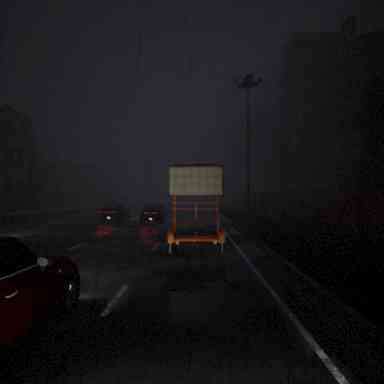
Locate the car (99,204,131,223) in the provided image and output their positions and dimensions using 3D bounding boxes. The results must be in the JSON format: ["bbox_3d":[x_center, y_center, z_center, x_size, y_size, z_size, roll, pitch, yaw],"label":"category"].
[{"bbox_3d":[-6.560,1.788,28.693,1.837,1.490,4.892,0,0,1],"label":"car"}]

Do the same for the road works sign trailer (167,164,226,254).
[{"bbox_3d":[0.174,0.594,14.179,2.380,3.560,2.880,0,-1,1],"label":"road works sign trailer"}]

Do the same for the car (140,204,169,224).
[{"bbox_3d":[-3.075,1.764,27.331,1.837,1.490,4.892,0,0,1],"label":"car"}]

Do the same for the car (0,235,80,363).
[{"bbox_3d":[-3.328,1.408,4.886,2.097,1.767,4.553,0,-1,1],"label":"car"}]
